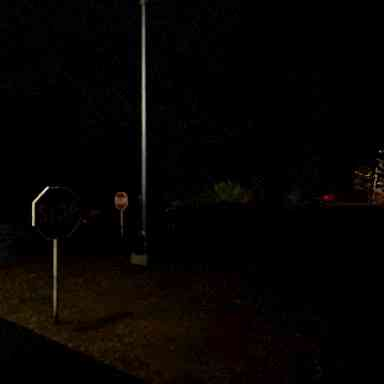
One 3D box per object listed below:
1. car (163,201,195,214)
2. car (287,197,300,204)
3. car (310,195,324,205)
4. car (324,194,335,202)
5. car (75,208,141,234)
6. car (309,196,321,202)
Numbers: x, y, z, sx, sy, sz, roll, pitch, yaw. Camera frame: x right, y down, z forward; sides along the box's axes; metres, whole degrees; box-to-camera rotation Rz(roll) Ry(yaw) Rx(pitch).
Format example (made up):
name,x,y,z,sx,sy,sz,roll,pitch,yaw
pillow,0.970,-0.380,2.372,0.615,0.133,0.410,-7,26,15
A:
name,x,y,z,sx,sy,sz,roll,pitch,yaw
car,-1.399,1.725,38.080,1.812,1.442,4.674,0,0,34
car,22.414,1.818,73.545,2.128,1.511,4.902,0,0,34
car,25.433,1.758,68.237,1.882,1.535,5.008,0,0,26
car,35.818,1.543,87.199,2.150,2.045,5.566,0,0,34
car,-4.907,1.667,20.282,2.033,1.411,5.357,0,0,34
car,33.117,1.876,89.484,1.994,1.385,4.181,0,0,34
